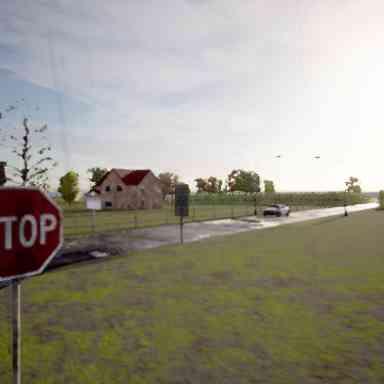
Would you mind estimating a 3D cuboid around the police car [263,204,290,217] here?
[{"bbox_3d":[10.219,2.227,40.326,2.038,1.542,4.974,0,-1,35],"label":"police car"}]
